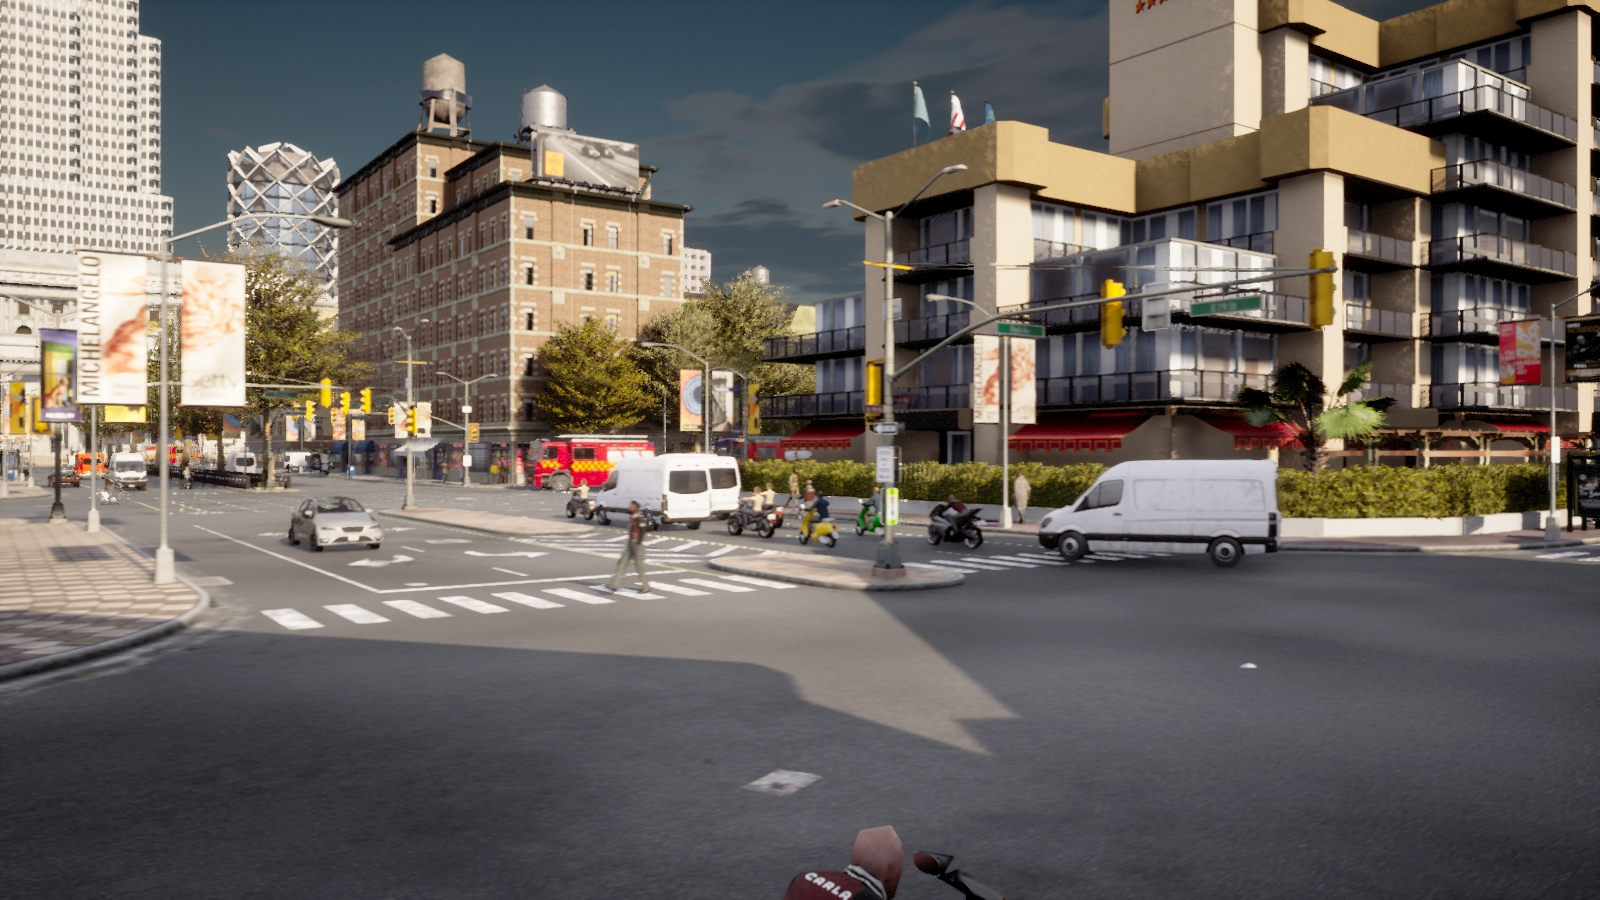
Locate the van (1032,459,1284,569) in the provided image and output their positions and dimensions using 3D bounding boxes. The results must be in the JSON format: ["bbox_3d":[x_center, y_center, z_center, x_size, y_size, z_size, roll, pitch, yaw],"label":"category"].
[{"bbox_3d":[9.058,1.533,29.043,5.915,2.561,1.988,0,0,25],"label":"van"}]

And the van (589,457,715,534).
[{"bbox_3d":[-5.449,1.533,41.362,1.988,2.561,5.915,0,0,-35],"label":"van"}]

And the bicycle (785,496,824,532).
[{"bbox_3d":[0.148,2.209,39.654,0.329,1.171,1.835,0,0,-36],"label":"bicycle"}]

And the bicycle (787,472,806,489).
[{"bbox_3d":[-0.248,2.207,82.141,0.329,1.171,1.835,0,0,39],"label":"bicycle"}]

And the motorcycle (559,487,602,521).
[{"bbox_3d":[-8.873,2.169,46.119,0.764,1.277,2.356,0,0,-36],"label":"motorcycle"}]

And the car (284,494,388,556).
[{"bbox_3d":[-13.249,2.065,32.499,1.816,1.474,4.193,0,0,-36],"label":"car"}]

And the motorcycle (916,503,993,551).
[{"bbox_3d":[4.457,2.203,33.109,0.867,1.251,2.209,0,0,-38],"label":"motorcycle"}]

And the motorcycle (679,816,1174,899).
[{"bbox_3d":[0.226,2.205,3.937,2.209,1.251,0.867,0,0,-35],"label":"motorcycle"}]

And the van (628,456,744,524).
[{"bbox_3d":[-4.722,1.533,46.392,1.988,2.561,5.915,0,0,-36],"label":"van"}]

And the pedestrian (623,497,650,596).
[{"bbox_3d":[-3.139,1.848,21.967,0.375,1.860,0.375,0,0,-36],"label":"pedestrian"}]

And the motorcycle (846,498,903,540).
[{"bbox_3d":[2.360,2.180,36.530,0.856,1.236,1.805,0,0,-36],"label":"motorcycle"}]

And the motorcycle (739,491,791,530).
[{"bbox_3d":[-1.289,2.168,41.270,0.764,1.277,2.356,0,0,-34],"label":"motorcycle"}]

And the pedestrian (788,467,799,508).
[{"bbox_3d":[-0.294,1.697,51.673,0.375,1.860,0.375,0,0,-43],"label":"pedestrian"}]

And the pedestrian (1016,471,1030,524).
[{"bbox_3d":[7.972,1.694,40.836,0.375,1.860,0.375,0,0,-22],"label":"pedestrian"}]
